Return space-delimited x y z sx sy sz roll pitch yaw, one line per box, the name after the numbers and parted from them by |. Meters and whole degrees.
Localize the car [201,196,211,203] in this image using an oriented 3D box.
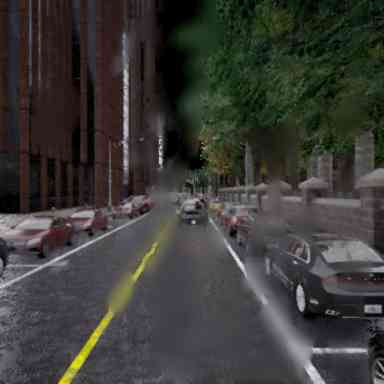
2.775 1.558 67.278 1.947 1.339 4.313 0 0 0 | car

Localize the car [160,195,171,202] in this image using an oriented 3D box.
-5.749 1.434 72.735 1.967 1.590 4.097 0 0 0 | car

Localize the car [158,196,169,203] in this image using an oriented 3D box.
-5.750 1.537 67.278 1.887 1.381 4.507 0 0 0 | car

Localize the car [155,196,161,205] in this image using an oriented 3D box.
-5.754 1.533 45.450 1.887 1.381 4.507 0 0 0 | car

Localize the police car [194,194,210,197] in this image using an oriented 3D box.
0.908 1.414 41.653 1.930 1.638 5.238 0 0 0 | police car

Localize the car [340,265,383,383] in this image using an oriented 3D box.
2.763 1.565 1.799 1.947 1.339 4.313 0 0 0 | car

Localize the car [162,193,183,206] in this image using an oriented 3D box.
-3.053 1.211 53.164 2.150 2.045 5.566 0 0 0 | car

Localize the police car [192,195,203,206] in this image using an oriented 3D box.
0.911 1.415 57.653 1.930 1.638 5.238 0 0 0 | police car

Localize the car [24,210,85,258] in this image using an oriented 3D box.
-5.761 1.578 12.707 1.802 1.307 4.206 0 0 0 | car

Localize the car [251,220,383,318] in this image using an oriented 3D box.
2.764 1.548 7.256 2.008 1.369 4.403 0 0 0 | car

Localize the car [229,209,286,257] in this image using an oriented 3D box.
2.765 1.546 12.713 2.008 1.369 4.403 0 0 0 | car

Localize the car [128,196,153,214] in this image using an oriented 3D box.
-5.756 1.303 34.535 2.192 1.841 5.009 0 0 0 | car

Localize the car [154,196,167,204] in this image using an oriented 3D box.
-5.751 1.542 61.821 2.008 1.369 4.403 0 0 0 | car

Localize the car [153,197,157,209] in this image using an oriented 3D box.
-5.755 1.532 39.992 1.887 1.381 4.507 0 0 0 | car

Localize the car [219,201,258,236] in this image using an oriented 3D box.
2.766 1.434 18.169 1.967 1.590 4.097 0 0 0 | car

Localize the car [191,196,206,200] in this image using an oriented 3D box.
0.097 1.467 31.805 1.882 1.535 5.008 0 0 0 | car

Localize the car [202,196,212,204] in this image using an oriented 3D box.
2.774 1.516 61.991 1.752 1.417 4.829 0 0 0 | car

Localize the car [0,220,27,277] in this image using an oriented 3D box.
-5.762 1.548 7.250 2.008 1.369 4.403 0 0 0 | car

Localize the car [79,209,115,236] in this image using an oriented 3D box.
-5.760 1.576 18.164 1.802 1.307 4.206 0 0 0 | car

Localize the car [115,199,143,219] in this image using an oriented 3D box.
-5.757 1.572 29.079 1.802 1.307 4.206 0 0 0 | car

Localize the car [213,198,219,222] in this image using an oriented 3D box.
2.767 1.432 23.626 1.967 1.590 4.097 0 0 0 | car

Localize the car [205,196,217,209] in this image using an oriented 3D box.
2.770 1.513 40.165 1.752 1.417 4.829 0 0 0 | car

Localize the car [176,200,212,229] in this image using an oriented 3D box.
0.104 1.497 21.688 1.837 1.490 4.892 0 0 0 | car
